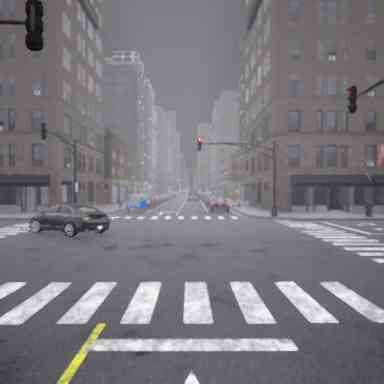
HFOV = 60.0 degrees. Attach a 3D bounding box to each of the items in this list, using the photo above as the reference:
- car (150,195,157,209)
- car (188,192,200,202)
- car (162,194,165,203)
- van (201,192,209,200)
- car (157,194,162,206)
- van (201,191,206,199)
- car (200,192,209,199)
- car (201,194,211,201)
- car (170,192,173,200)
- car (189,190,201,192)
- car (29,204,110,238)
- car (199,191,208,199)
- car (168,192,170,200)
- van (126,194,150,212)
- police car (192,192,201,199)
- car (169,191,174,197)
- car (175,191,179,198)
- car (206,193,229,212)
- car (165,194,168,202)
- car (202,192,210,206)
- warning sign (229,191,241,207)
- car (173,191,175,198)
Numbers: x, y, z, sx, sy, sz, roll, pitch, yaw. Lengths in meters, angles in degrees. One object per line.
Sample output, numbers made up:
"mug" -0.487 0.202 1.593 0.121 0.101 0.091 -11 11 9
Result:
"car" -5.731 1.177 40.309 1.967 1.590 4.097 0 0 0
"car" 0.208 1.143 64.183 1.994 1.385 4.181 0 0 0
"car" -5.693 1.245 51.646 1.802 1.307 4.206 0 0 0
"van" 2.909 0.851 74.297 1.690 1.788 3.998 0 0 0
"car" -5.712 1.266 45.978 1.947 1.339 4.313 0 0 0
"van" 2.852 0.967 57.290 1.690 1.788 3.998 0 0 0
"car" 2.929 0.911 79.967 1.967 1.590 4.097 0 0 0
"car" 2.890 1.100 68.630 2.008 1.369 4.403 0 0 0
"car" -5.635 1.114 68.650 1.947 1.339 4.313 0 0 0
"car" 0.242 0.550 74.213 2.150 2.045 5.566 0 0 0
"car" -6.295 1.387 16.909 4.892 1.490 1.837 0 -2 34
"car" 2.947 0.746 85.635 2.192 1.841 5.009 0 0 0
"car" -5.655 1.113 62.812 1.752 1.417 4.829 0 0 0
"van" -5.750 1.114 34.640 1.690 1.788 3.998 0 0 0
"police car" 1.060 0.890 80.709 1.930 1.638 5.238 0 0 -1
"car" -5.616 1.054 74.318 1.887 1.381 4.507 0 0 0
"car" -5.559 0.706 91.322 2.192 1.841 5.009 0 0 0
"car" 2.775 1.214 34.614 1.967 1.590 4.097 0 0 0
"car" -5.674 1.191 57.314 1.947 1.339 4.313 0 0 0
"car" 2.814 1.140 45.952 1.967 1.590 4.097 0 0 0
"warning sign" 5.197 0.851 40.598 1.300 1.860 1.060 0 0 0
"car" -5.598 0.996 79.817 1.752 1.417 4.829 0 0 0
